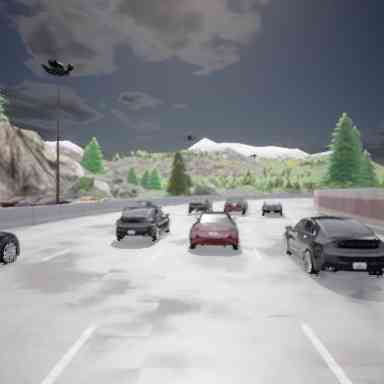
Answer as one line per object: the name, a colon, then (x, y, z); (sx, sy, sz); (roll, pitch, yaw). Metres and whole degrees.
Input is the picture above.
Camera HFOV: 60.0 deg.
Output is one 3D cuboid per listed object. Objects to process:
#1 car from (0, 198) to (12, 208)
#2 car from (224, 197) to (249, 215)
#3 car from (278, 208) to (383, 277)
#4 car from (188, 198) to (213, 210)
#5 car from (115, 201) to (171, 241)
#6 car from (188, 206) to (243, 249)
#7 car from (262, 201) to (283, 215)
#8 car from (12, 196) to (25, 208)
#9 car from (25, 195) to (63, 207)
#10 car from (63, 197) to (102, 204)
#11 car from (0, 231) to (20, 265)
car: (-22.141, 1.287, 42.756); (1.882, 1.535, 5.008); (0, 0, 16)
car: (4.454, 1.237, 33.159); (2.097, 1.767, 4.553); (0, 0, 14)
car: (4.114, 1.473, 10.216); (1.837, 1.490, 4.892); (0, 0, 4)
car: (0.921, 1.383, 33.484); (1.837, 1.490, 4.892); (0, 0, 14)
car: (-2.276, 1.441, 16.446); (1.837, 1.490, 4.892); (0, 0, 7)
car: (1.012, 1.512, 14.409); (1.994, 1.385, 4.181); (0, 0, 6)
car: (7.721, 1.495, 31.964); (1.895, 1.301, 4.718); (0, 0, 14)
car: (-19.064, 1.173, 40.656); (2.097, 1.767, 4.553); (0, 0, 15)
car: (-16.170, 1.314, 37.977); (1.882, 1.535, 5.008); (0, 0, 15)
car: (-12.372, 1.317, 38.691); (1.882, 1.535, 5.008); (0, 0, 15)
car: (-6.512, 1.462, 8.702); (1.837, 1.490, 4.892); (0, 0, 4)
